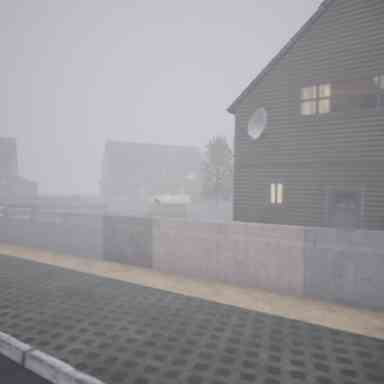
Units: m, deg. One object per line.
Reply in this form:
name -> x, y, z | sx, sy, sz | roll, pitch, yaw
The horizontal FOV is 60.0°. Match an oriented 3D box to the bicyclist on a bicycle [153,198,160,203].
bicyclist on a bicycle -> -2.507, 1.234, 23.639 | 0.582, 1.620, 1.656 | 0, 1, -25
